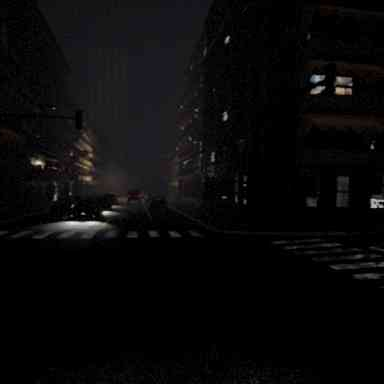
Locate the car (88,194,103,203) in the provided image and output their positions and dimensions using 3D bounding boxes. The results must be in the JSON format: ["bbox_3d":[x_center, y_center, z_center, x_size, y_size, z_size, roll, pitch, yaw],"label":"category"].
[{"bbox_3d":[-14.693,0.970,50.815,1.802,1.307,4.206,0,0,-9],"label":"car"}]

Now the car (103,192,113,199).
[{"bbox_3d":[-18.340,0.766,72.622,1.802,1.307,4.206,0,0,-9],"label":"car"}]

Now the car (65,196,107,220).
[{"bbox_3d":[-7.613,1.255,24.266,1.994,1.385,4.181,1,0,-9],"label":"car"}]

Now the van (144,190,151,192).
[{"bbox_3d":[-8.249,0.760,63.095,1.690,1.788,3.998,0,0,-9],"label":"van"}]

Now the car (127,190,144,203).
[{"bbox_3d":[-9.115,0.695,52.636,2.150,2.045,5.566,1,0,-9],"label":"car"}]

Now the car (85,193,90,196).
[{"bbox_3d":[-11.956,1.112,34.458,1.947,1.339,4.313,0,0,-9],"label":"car"}]

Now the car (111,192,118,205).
[{"bbox_3d":[-10.931,1.002,44.281,1.837,1.490,4.892,1,0,-8],"label":"car"}]

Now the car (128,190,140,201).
[{"bbox_3d":[-11.054,0.589,63.631,2.150,2.045,5.566,1,0,-10],"label":"car"}]

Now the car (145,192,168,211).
[{"bbox_3d":[-3.690,1.120,35.836,1.967,1.590,4.097,0,0,-9],"label":"car"}]

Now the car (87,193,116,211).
[{"bbox_3d":[-9.249,1.159,34.080,1.994,1.385,4.181,1,0,-9],"label":"car"}]

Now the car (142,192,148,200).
[{"bbox_3d":[-6.426,1.073,52.193,2.008,1.369,4.403,0,0,-9],"label":"car"}]

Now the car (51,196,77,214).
[{"bbox_3d":[-11.043,1.149,29.007,2.008,1.369,4.403,0,0,-9],"label":"car"}]

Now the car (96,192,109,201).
[{"bbox_3d":[-16.488,0.812,61.550,1.752,1.417,4.829,0,0,-9],"label":"car"}]

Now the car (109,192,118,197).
[{"bbox_3d":[-21.077,0.587,88.977,2.008,1.369,4.403,0,0,-9],"label":"car"}]

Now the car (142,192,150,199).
[{"bbox_3d":[-10.988,0.813,79.453,1.887,1.381,4.507,0,0,-9],"label":"car"}]
